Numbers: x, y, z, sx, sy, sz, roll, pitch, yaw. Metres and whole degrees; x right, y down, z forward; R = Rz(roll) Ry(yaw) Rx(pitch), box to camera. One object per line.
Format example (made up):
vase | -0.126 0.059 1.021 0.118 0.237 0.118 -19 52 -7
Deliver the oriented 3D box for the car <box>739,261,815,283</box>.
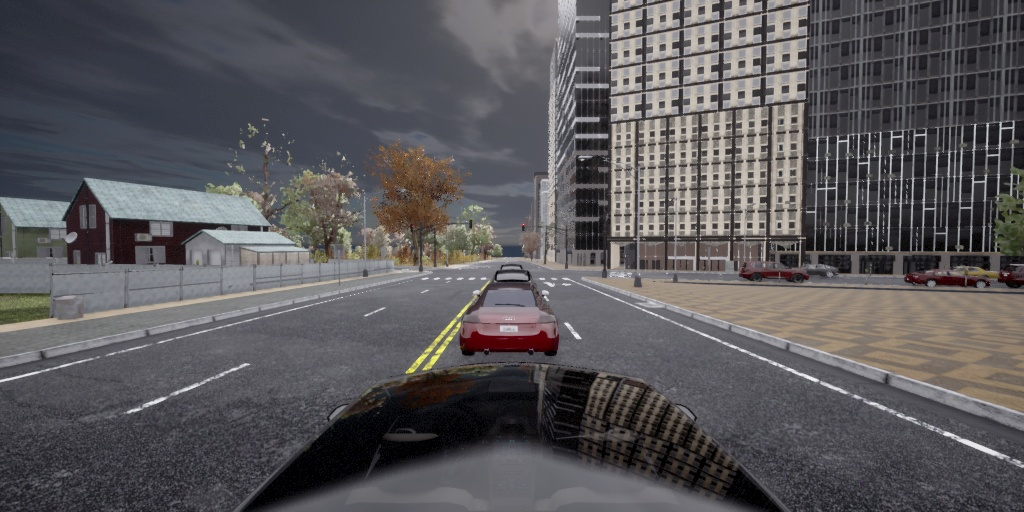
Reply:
car | 22.975 1.394 31.698 5.009 1.841 2.192 0 0 20

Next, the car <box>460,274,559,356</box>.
car | -0.033 1.311 8.622 1.994 1.385 4.181 0 0 1

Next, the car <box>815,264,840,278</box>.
car | 31.001 1.469 37.157 4.403 1.370 2.007 0 0 20

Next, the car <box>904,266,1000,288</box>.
car | 33.626 1.715 27.814 4.507 1.381 1.888 0 0 20

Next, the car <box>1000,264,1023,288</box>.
car | 38.952 1.531 25.872 5.009 1.841 2.192 0 0 20

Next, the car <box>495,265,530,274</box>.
car | 0.028 1.250 14.007 1.837 1.490 4.892 0 0 0
